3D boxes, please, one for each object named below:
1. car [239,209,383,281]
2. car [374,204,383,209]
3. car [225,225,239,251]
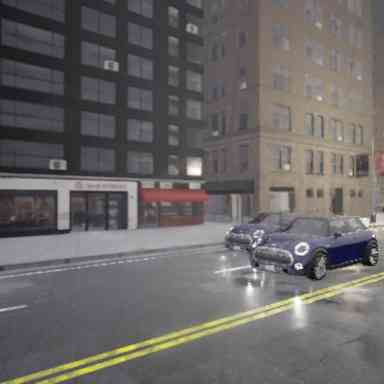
[{"bbox_3d":[3.981,1.548,10.661,4.553,1.767,2.097,1,-1,-37],"label":"car"},{"bbox_3d":[28.362,2.479,52.066,1.947,1.339,4.313,1,-2,-36],"label":"car"},{"bbox_3d":[3.575,1.621,14.402,4.553,1.767,2.097,1,-1,-36],"label":"car"}]
